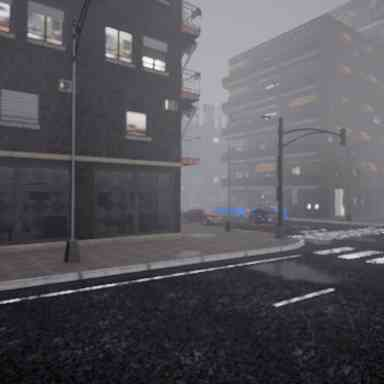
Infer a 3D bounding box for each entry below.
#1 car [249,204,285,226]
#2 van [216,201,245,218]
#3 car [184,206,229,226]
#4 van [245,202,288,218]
[{"bbox_3d":[5.982,2.018,27.719,1.812,1.442,4.674,-2,-1,0],"label":"car"},{"bbox_3d":[4.253,1.959,37.393,1.690,1.788,3.998,0,0,-36],"label":"van"},{"bbox_3d":[0.824,2.064,27.960,1.802,1.307,4.206,0,-1,-36],"label":"car"},{"bbox_3d":[7.568,1.886,32.876,1.690,1.788,3.998,0,0,-36],"label":"van"}]
